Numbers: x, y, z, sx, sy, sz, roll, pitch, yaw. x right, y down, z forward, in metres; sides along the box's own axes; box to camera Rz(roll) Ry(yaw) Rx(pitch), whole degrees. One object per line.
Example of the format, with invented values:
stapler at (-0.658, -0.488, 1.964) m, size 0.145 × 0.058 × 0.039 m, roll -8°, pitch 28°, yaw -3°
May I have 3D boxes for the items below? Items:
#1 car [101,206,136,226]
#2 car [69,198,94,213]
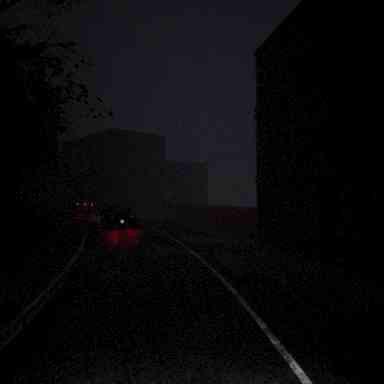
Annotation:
car at (-5.339, 1.639, 23.681) m, size 1.895 × 1.301 × 4.718 m, roll 0°, pitch 0°, yaw -21°
car at (-13.125, 1.466, 39.247) m, size 2.097 × 1.767 × 4.553 m, roll 0°, pitch 0°, yaw -31°
